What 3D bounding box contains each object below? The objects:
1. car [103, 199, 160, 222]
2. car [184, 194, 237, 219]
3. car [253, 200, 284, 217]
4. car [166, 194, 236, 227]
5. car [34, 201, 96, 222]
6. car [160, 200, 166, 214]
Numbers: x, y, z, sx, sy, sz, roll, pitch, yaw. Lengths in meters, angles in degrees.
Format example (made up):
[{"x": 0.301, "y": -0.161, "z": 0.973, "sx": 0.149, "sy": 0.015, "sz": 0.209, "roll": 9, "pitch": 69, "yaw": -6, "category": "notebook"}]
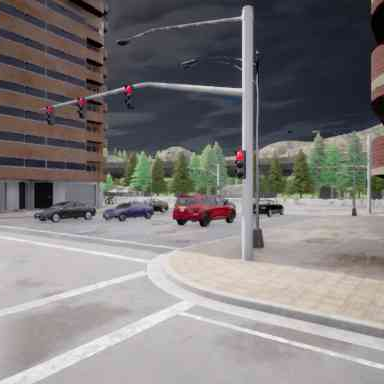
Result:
[{"x": -5.048, "y": 1.526, "z": 27.030, "sx": 1.812, "sy": 1.442, "sz": 4.674, "roll": 0, "pitch": 0, "yaw": 36, "category": "car"}, {"x": 1.858, "y": 1.222, "z": 30.321, "sx": 2.150, "sy": 2.045, "sz": 5.566, "roll": 0, "pitch": 0, "yaw": 36, "category": "car"}, {"x": 7.158, "y": 1.478, "z": 31.701, "sx": 1.882, "sy": 1.535, "sz": 5.008, "roll": 0, "pitch": 0, "yaw": 36, "category": "car"}, {"x": 0.966, "y": 1.222, "z": 23.092, "sx": 2.150, "sy": 2.045, "sz": 5.566, "roll": 0, "pitch": 0, "yaw": 36, "category": "car"}, {"x": -9.907, "y": 1.505, "z": 26.288, "sx": 1.837, "sy": 1.490, "sz": 4.892, "roll": 0, "pitch": 0, "yaw": 36, "category": "car"}, {"x": -4.426, "y": 1.491, "z": 33.830, "sx": 2.128, "sy": 1.511, "sz": 4.902, "roll": 0, "pitch": 0, "yaw": 36, "category": "car"}]
